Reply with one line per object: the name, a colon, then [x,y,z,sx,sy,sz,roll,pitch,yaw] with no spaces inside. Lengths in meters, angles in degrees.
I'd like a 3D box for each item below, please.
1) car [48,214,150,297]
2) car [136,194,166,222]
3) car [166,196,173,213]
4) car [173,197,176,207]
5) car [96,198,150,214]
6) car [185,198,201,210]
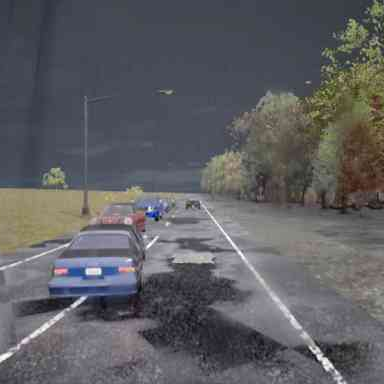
car: [-2.198,1.547,8.764,2.033,1.411,5.357,0,0,-8]
car: [-3.572,1.219,26.792,2.150,2.045,5.566,0,0,-1]
car: [-3.550,1.346,36.900,2.097,1.767,4.553,0,0,0]
car: [-3.527,1.339,49.727,2.097,1.767,4.553,0,0,1]
car: [-3.650,1.351,16.956,2.097,1.767,4.553,0,0,1]
car: [0.130,1.495,43.660,1.837,1.490,4.892,0,0,-1]
